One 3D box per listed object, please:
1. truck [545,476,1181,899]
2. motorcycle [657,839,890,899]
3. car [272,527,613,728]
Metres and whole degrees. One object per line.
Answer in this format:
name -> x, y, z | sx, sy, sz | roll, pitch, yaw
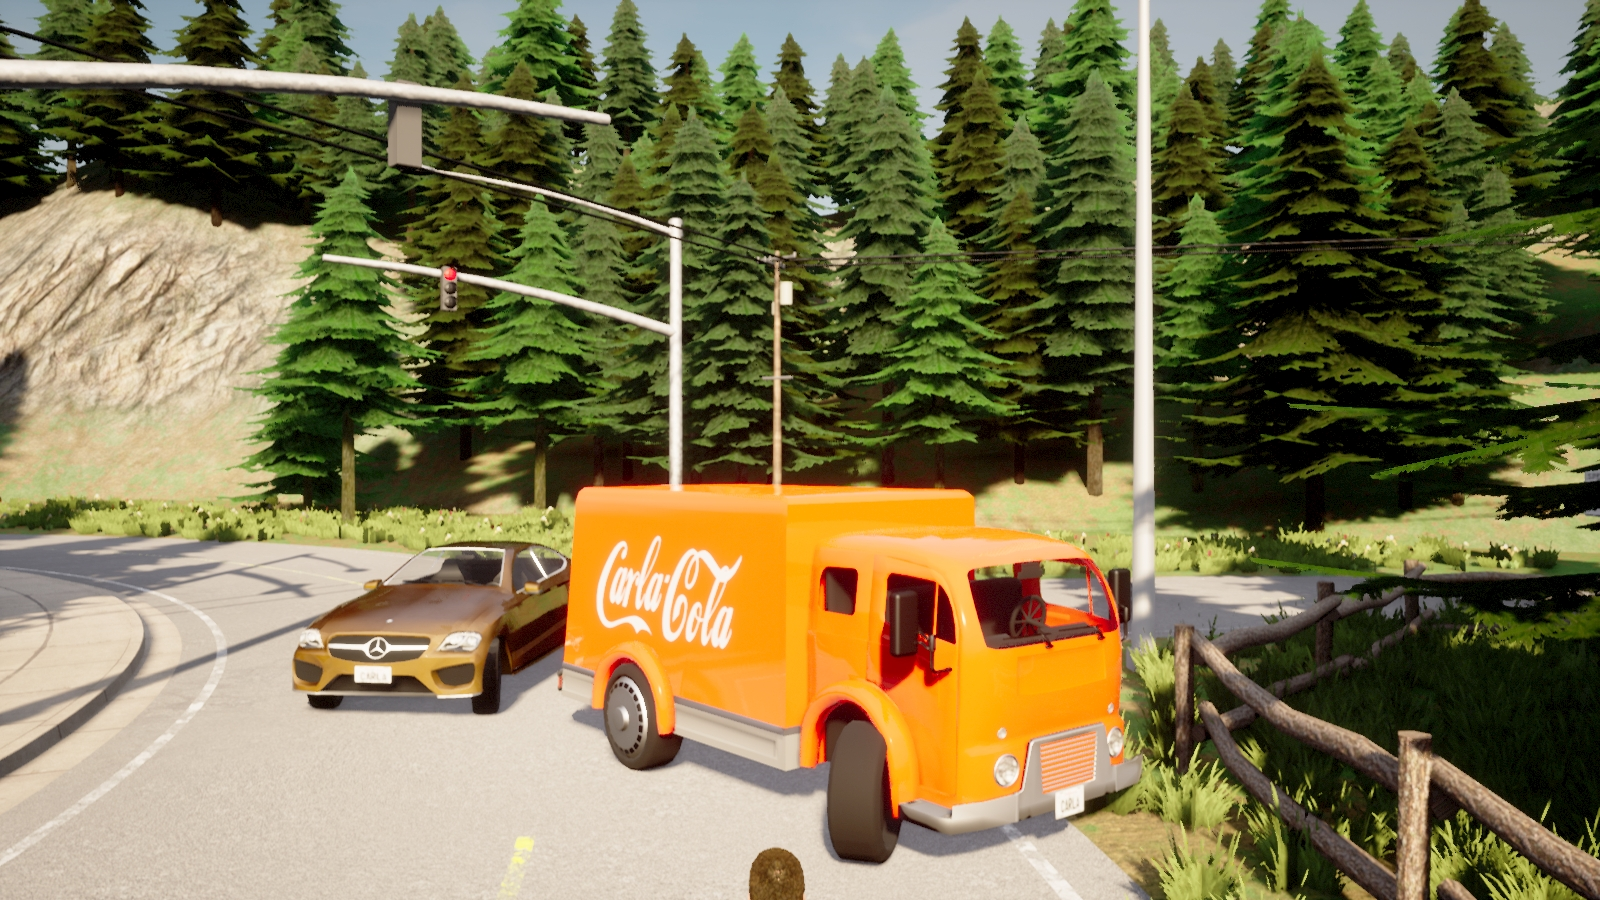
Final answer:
truck -> 0.202, 1.529, 9.768 | 2.627, 2.467, 5.204 | 0, 0, -39
motorcycle -> -0.074, 2.153, 3.526 | 0.803, 1.199, 2.033 | 0, 0, -2
car -> -4.038, 1.952, 14.038 | 2.152, 1.651, 5.027 | 0, 0, 6
